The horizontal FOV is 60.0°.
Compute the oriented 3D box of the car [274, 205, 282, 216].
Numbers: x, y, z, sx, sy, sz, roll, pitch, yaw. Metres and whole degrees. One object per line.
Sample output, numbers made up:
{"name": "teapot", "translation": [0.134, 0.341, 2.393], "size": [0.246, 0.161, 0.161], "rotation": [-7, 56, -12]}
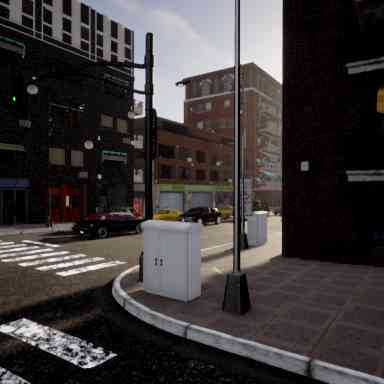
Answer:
{"name": "car", "translation": [12.518, 2.394, 44.189], "size": [2.033, 1.411, 5.357], "rotation": [0, -1, 35]}

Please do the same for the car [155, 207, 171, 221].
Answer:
{"name": "car", "translation": [-2.337, 1.944, 27.501], "size": [1.752, 1.417, 4.829], "rotation": [-1, -2, 35]}

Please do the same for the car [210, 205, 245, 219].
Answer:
{"name": "car", "translation": [3.979, 2.153, 36.565], "size": [1.752, 1.417, 4.829], "rotation": [-1, -2, 35]}

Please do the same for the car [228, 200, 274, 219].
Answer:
{"name": "car", "translation": [6.396, 1.866, 35.473], "size": [2.150, 2.045, 5.566], "rotation": [0, -1, 35]}

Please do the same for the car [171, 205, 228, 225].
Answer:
{"name": "car", "translation": [0.717, 1.962, 27.324], "size": [1.837, 1.490, 4.892], "rotation": [0, -1, 35]}

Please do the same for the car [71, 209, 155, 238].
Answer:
{"name": "car", "translation": [-4.645, 1.881, 19.634], "size": [1.895, 1.301, 4.718], "rotation": [0, -1, 35]}

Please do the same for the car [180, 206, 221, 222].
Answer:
{"name": "car", "translation": [0.918, 2.092, 32.172], "size": [1.947, 1.339, 4.313], "rotation": [-1, -2, 35]}

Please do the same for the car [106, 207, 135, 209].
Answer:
{"name": "car", "translation": [-5.397, 1.758, 23.112], "size": [1.967, 1.590, 4.097], "rotation": [-1, -2, 35]}
